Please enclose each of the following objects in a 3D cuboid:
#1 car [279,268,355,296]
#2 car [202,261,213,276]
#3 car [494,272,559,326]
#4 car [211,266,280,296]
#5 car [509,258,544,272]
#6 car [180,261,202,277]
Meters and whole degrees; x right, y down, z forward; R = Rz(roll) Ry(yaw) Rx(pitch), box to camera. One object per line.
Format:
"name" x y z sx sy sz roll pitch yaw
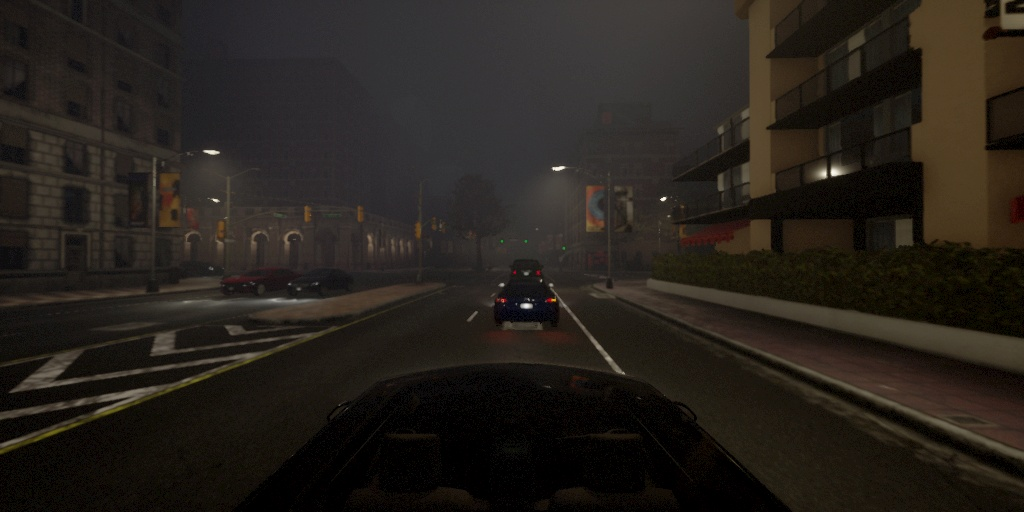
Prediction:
"car" -10.784 1.436 20.623 1.812 1.442 4.674 0 -1 2
"car" -35.726 1.399 41.218 4.553 1.767 2.097 0 -1 2
"car" 0.488 1.410 12.177 1.994 1.385 4.181 0 -1 2
"car" -14.277 1.412 20.851 1.882 1.535 5.008 0 -1 2
"car" 0.972 1.181 24.253 2.150 2.045 5.566 0 0 2
"car" -36.053 1.520 37.722 4.892 1.490 1.837 0 -1 2
